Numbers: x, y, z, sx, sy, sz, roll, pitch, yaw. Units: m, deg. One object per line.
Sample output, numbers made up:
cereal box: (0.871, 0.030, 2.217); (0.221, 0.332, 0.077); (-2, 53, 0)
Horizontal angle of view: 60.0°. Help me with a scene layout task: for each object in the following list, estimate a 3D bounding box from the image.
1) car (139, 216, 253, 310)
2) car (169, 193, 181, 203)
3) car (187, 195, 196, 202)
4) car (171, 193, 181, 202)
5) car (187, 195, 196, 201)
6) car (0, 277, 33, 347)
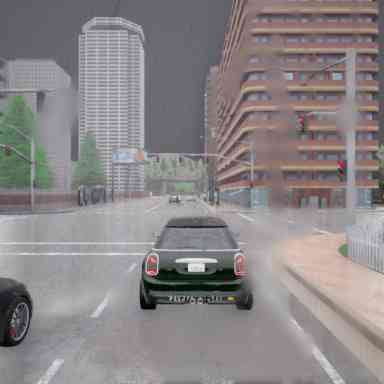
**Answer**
car: (0.096, 1.352, 7.978); (2.097, 1.767, 4.553); (0, 0, 1)
car: (-3.546, 1.492, 66.126); (2.128, 1.511, 4.902); (0, 0, 0)
car: (-0.168, 1.519, 76.386); (1.812, 1.442, 4.674); (0, 0, 0)
car: (-3.668, 1.219, 76.127); (2.150, 2.045, 5.566); (0, 0, 0)
car: (-0.188, 1.507, 85.386); (2.128, 1.511, 4.902); (0, 0, 0)
car: (-3.433, 1.526, 3.358); (1.812, 1.442, 4.674); (0, 0, 0)
